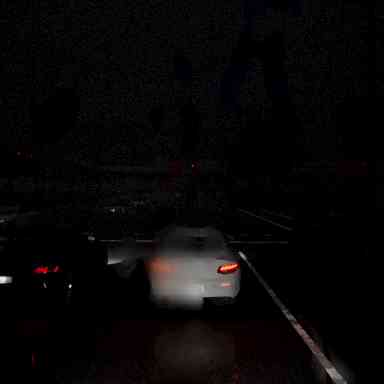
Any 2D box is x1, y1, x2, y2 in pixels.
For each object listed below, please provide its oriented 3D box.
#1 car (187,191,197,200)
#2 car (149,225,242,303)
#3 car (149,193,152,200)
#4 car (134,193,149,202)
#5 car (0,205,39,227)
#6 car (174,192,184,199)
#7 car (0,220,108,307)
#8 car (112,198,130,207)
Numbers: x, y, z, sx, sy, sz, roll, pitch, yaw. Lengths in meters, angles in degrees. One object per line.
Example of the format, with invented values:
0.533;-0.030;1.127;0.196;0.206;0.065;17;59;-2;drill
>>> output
-0.041;0.742;79.435;2.150;2.045;5.566;0;1;0;car
0.077;1.526;8.090;1.812;1.442;4.674;0;0;0;car
-10.540;1.019;78.182;1.882;1.535;5.008;0;1;0;car
-10.544;1.283;67.831;1.994;1.385;4.181;0;1;0;car
-10.610;1.525;19.428;1.812;1.442;4.674;0;0;0;car
-3.543;0.960;83.443;1.812;1.442;4.674;0;1;0;car
-3.423;1.564;8.043;1.994;1.385;4.181;0;0;0;car
-10.591;1.527;49.684;1.895;1.301;4.718;0;0;0;car
